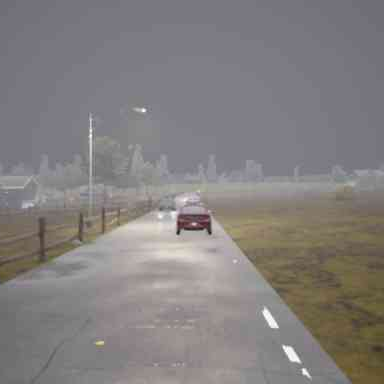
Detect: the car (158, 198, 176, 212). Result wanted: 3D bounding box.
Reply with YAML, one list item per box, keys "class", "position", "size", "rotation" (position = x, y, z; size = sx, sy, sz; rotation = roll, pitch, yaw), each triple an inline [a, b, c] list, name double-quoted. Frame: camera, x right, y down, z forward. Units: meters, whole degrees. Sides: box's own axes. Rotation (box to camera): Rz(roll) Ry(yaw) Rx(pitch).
- class: "car"
  position: [-2.811, 1.472, 39.013]
  size: [1.837, 1.490, 4.892]
  rotation: [0, 0, 0]

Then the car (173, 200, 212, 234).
- class: "car"
  position: [0.106, 1.479, 19.354]
  size: [1.882, 1.535, 5.008]
  rotation: [0, 0, 0]

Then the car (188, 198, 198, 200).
- class: "car"
  position: [0.110, 1.487, 39.932]
  size: [1.812, 1.442, 4.674]
  rotation: [0, 0, 0]
